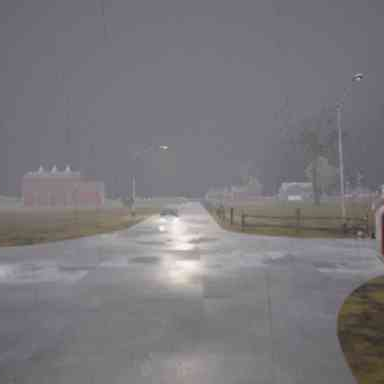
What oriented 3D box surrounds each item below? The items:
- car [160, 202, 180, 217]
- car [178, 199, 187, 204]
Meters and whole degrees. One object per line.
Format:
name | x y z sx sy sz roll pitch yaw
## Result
car | -2.462 2.067 36.831 1.895 1.301 4.718 0 -1 0
car | -2.158 2.329 77.451 1.837 1.490 4.892 0 -1 0
